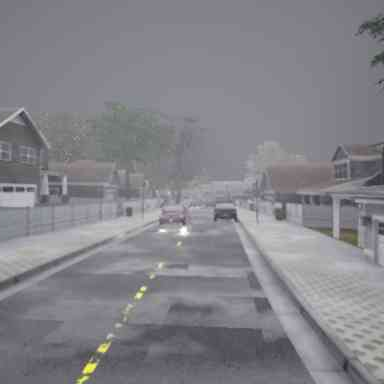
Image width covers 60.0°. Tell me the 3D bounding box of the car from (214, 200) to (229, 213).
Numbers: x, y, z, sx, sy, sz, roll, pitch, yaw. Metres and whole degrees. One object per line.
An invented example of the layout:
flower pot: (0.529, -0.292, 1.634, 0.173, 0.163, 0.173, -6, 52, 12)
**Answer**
car: (3.844, 1.846, 44.394, 1.801, 1.575, 5.366, 0, -1, 3)

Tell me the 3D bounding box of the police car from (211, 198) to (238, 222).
police car: (2.820, 1.601, 28.263, 1.930, 1.638, 5.238, 0, -1, 5)

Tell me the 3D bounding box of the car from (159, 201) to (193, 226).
car: (-1.202, 1.639, 24.516, 1.812, 1.442, 4.674, 0, -1, 5)

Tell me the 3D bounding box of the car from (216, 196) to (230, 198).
car: (3.527, 1.533, 38.213, 2.150, 2.045, 5.566, 0, -1, 3)

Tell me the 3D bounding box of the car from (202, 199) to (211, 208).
car: (3.367, 2.166, 61.888, 1.837, 1.490, 4.892, 0, -1, 0)

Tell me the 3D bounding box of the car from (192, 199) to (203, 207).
car: (0.642, 2.286, 66.180, 1.994, 1.385, 4.181, 0, -1, 0)

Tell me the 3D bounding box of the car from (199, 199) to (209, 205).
car: (2.965, 2.470, 82.007, 2.033, 1.411, 5.357, 0, -1, -3)
